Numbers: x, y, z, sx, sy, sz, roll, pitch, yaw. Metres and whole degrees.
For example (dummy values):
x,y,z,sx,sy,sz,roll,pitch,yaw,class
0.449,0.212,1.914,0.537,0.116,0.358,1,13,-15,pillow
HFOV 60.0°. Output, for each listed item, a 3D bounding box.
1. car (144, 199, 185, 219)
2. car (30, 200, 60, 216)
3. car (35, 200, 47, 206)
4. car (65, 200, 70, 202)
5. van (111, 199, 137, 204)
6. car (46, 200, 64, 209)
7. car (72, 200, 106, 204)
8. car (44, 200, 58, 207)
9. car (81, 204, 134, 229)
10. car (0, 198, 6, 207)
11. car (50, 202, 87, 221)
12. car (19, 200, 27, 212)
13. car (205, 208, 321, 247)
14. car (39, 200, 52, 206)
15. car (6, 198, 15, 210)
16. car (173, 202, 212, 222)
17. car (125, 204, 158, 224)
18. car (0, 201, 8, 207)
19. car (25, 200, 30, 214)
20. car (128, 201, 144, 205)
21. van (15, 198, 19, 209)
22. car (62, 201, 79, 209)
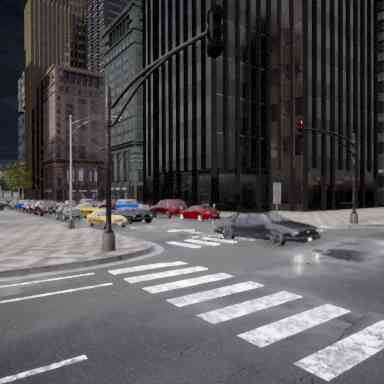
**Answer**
x,y,z,sx,sy,sz,roll,pitch,yaw,class
-2.401,1.669,33.616,2.192,1.841,5.009,-1,0,-35,car
-17.749,1.901,40.438,2.192,1.841,5.009,-1,0,-35,car
-37.889,2.711,83.361,2.008,1.369,4.403,-1,0,-35,car
-18.005,2.158,45.472,1.812,1.442,4.674,0,-1,-35,car
-8.299,1.833,41.906,1.690,1.788,3.998,-1,0,-35,van
-25.046,2.317,60.777,1.882,1.535,5.008,0,-1,-35,car
-11.309,1.953,36.030,1.882,1.535,5.008,0,0,-35,car
-31.846,2.596,74.890,1.947,1.339,4.313,-1,0,-35,car
-6.297,1.844,24.390,1.752,1.417,4.829,-1,0,-35,car
-41.403,2.667,73.606,1.887,1.381,4.507,-1,0,-35,car
-12.069,2.005,32.483,2.008,1.369,4.403,-1,0,-35,car
-23.420,2.157,48.393,1.967,1.590,4.097,-1,0,-35,car
3.227,1.609,15.631,2.033,1.411,5.357,-1,-1,-36,car
-34.868,2.661,79.126,1.947,1.339,4.313,-1,0,-35,car
-32.036,2.354,60.471,1.967,1.590,4.097,-1,0,-35,car
0.554,1.829,29.471,1.887,1.381,4.507,-1,0,-35,car
-5.011,1.929,27.192,1.895,1.301,4.718,0,-1,-36,car
-44.524,2.772,77.983,1.802,1.307,4.206,-1,0,-35,car
-20.581,2.196,44.416,1.887,1.381,4.507,-1,0,-35,car
-5.344,2.005,37.761,1.802,1.307,4.206,-1,0,-35,car
-26.260,2.123,52.371,1.690,1.788,3.998,-1,0,-35,van
-22.784,2.408,62.185,1.802,1.307,4.206,-1,0,-35,car
